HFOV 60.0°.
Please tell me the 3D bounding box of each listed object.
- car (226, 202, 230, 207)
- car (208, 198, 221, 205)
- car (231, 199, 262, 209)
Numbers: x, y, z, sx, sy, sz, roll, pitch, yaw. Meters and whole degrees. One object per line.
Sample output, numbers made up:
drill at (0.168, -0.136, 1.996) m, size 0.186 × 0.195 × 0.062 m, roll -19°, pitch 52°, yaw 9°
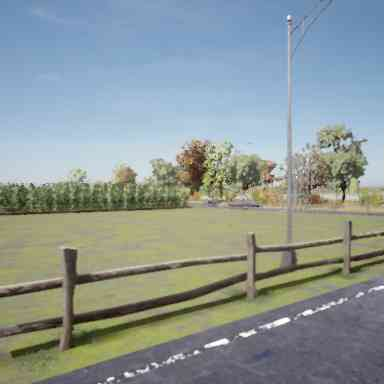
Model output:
car at (8.103, 2.067, 62.604) m, size 1.812 × 1.442 × 4.674 m, roll -1°, pitch 0°, yaw -18°
car at (4.884, 2.147, 73.701) m, size 2.128 × 1.511 × 4.902 m, roll -1°, pitch 0°, yaw -16°
car at (9.061, 2.013, 53.443) m, size 2.033 × 1.411 × 5.357 m, roll -1°, pitch 0°, yaw -28°
